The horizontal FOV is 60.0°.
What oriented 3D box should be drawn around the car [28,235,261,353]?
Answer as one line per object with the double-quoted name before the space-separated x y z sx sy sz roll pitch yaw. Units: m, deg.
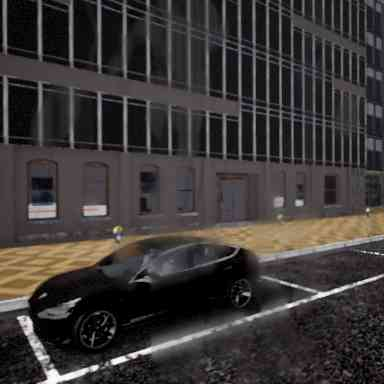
"car" -0.600 1.542 6.130 4.313 1.339 1.947 -1 1 -36
